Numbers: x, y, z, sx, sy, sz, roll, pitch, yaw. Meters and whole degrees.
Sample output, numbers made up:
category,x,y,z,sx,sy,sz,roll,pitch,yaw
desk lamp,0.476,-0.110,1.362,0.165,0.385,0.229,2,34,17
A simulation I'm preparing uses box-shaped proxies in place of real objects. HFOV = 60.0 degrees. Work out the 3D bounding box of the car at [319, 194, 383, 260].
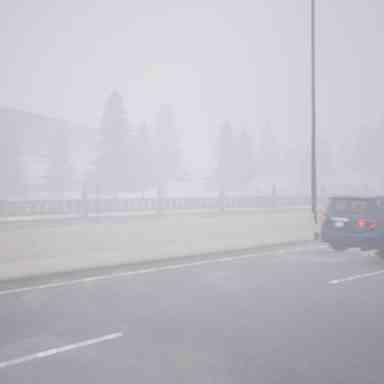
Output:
category,x,y,z,sx,sy,sz,roll,pitch,yaw
car,7.041,1.090,11.754,5.566,2.045,2.150,-1,0,-27
